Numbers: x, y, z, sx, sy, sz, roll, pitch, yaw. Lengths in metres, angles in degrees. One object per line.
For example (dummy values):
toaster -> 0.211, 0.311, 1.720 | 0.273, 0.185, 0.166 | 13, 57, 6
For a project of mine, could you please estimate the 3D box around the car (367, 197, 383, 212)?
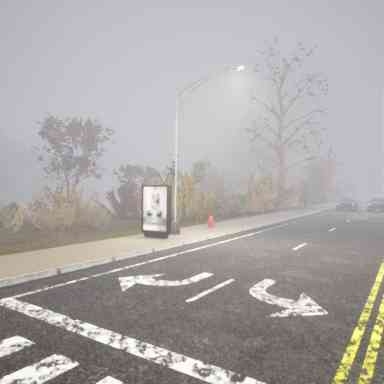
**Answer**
car -> 21.403, 1.389, 38.192 | 2.097, 1.767, 4.553 | 0, 0, 30

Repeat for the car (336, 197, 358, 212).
car -> 18.596, 1.386, 39.829 | 2.097, 1.767, 4.553 | 0, 0, 30
